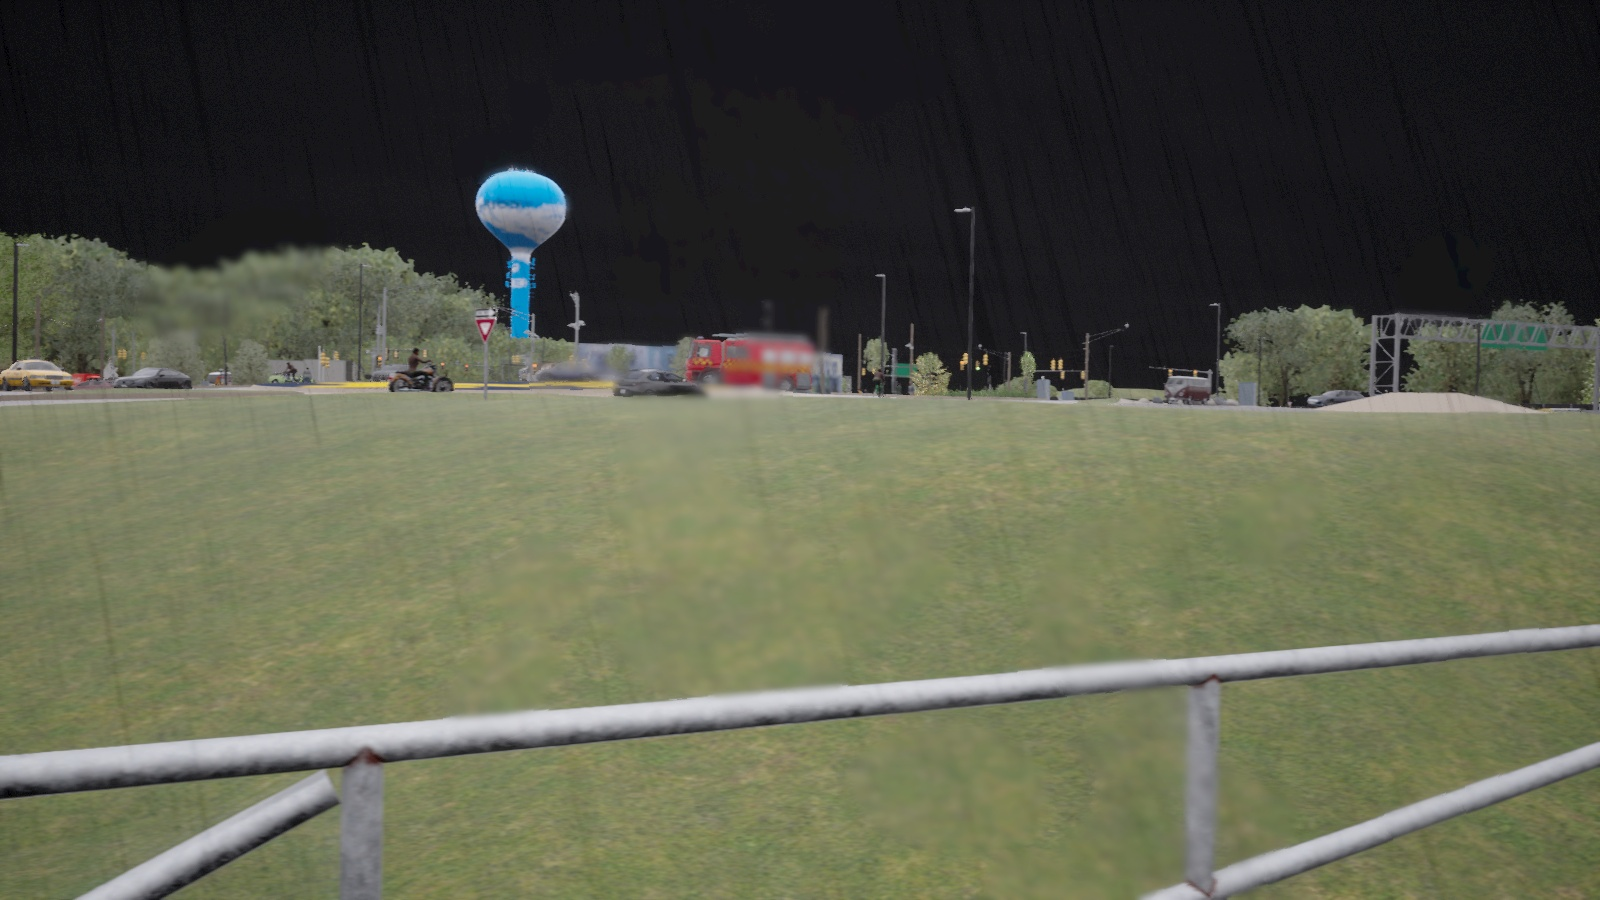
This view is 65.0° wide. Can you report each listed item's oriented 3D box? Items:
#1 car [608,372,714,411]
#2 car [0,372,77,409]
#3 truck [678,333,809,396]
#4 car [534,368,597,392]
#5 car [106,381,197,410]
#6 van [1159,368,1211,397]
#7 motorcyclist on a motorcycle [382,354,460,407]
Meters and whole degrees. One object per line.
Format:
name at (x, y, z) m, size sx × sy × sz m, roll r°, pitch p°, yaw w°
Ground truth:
car at (-5.678, -2.413, 51.720) m, size 1.816 × 1.474 × 4.193 m, roll 6°, pitch 6°, yaw 40°
car at (-34.098, -2.631, 55.970) m, size 5.366 × 1.575 × 1.801 m, roll 2°, pitch 3°, yaw 44°
truck at (-3.858, -5.697, 84.567) m, size 8.468 × 3.827 × 2.891 m, roll 1°, pitch 1°, yaw -8°
car at (-15.062, -4.523, 80.890) m, size 3.806 × 1.475 × 1.970 m, roll -1°, pitch 2°, yaw -6°
car at (-34.935, -2.975, 67.778) m, size 1.812 × 1.442 × 4.674 m, roll 0°, pitch 4°, yaw 10°
van at (26.724, -4.676, 87.180) m, size 1.775 × 1.987 × 4.442 m, roll 3°, pitch 4°, yaw 41°
motorcyclist on a motorcycle at (-12.185, -2.210, 40.461) m, size 0.766 × 1.649 × 2.350 m, roll 1°, pitch 3°, yaw 37°
